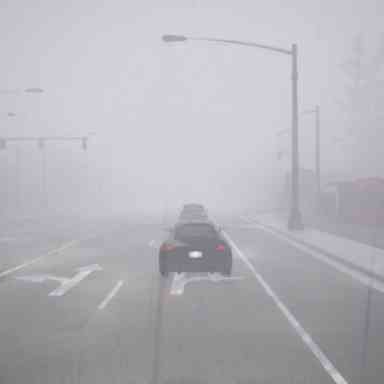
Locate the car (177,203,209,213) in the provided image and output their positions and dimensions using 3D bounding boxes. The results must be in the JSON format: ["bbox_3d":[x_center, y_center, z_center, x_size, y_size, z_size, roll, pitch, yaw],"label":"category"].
[{"bbox_3d":[0.096,1.511,22.311,1.837,1.490,4.892,0,0,0],"label":"car"}]

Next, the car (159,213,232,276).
[{"bbox_3d":[0.096,1.551,10.350,1.994,1.385,4.181,0,0,0],"label":"car"}]
